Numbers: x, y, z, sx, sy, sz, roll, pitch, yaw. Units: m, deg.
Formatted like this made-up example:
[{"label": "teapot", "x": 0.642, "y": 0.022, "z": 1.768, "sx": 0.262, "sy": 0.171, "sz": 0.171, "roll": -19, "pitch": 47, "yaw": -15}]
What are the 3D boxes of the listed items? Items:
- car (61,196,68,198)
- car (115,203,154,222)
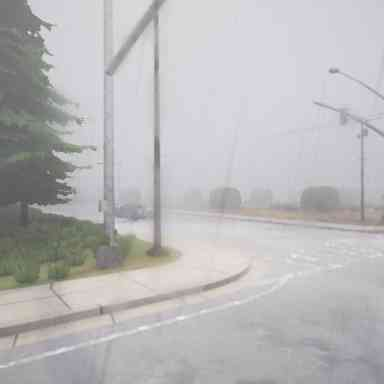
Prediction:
[{"label": "car", "x": -19.193, "y": 1.015, "z": 47.814, "sx": 2.150, "sy": 2.045, "sz": 5.566, "roll": 0, "pitch": 0, "yaw": -35}, {"label": "car", "x": -4.413, "y": 1.586, "z": 26.334, "sx": 1.895, "sy": 1.301, "sz": 4.718, "roll": 0, "pitch": 0, "yaw": -35}]
